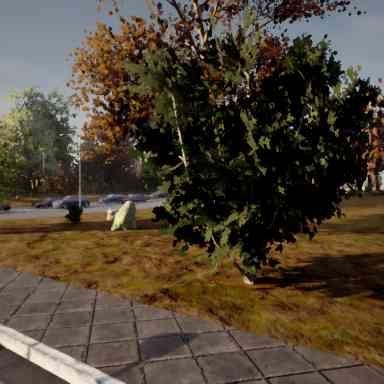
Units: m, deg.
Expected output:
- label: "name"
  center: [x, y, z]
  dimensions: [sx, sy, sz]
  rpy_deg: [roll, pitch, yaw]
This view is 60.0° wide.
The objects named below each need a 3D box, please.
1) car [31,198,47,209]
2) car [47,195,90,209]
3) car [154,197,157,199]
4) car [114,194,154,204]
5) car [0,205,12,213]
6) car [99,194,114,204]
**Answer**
- label: "car"
  center: [-18.552, 1.401, 44.433]
  dimensions: [2.033, 1.411, 5.357]
  rpy_deg: [0, 2, 39]
- label: "car"
  center: [-15.490, 1.179, 42.650]
  dimensions: [2.097, 1.767, 4.553]
  rpy_deg: [0, 2, 39]
- label: "car"
  center: [-5.781, 0.464, 60.108]
  dimensions: [2.128, 1.511, 4.902]
  rpy_deg: [0, 3, 40]
- label: "car"
  center: [-8.798, 0.959, 50.901]
  dimensions: [2.033, 1.411, 5.357]
  rpy_deg: [0, 3, 39]
- label: "car"
  center: [-21.768, 1.646, 34.901]
  dimensions: [1.895, 1.301, 4.718]
  rpy_deg: [0, 1, 39]
- label: "car"
  center: [-12.338, 1.009, 52.076]
  dimensions: [1.812, 1.442, 4.674]
  rpy_deg: [0, 2, 39]
